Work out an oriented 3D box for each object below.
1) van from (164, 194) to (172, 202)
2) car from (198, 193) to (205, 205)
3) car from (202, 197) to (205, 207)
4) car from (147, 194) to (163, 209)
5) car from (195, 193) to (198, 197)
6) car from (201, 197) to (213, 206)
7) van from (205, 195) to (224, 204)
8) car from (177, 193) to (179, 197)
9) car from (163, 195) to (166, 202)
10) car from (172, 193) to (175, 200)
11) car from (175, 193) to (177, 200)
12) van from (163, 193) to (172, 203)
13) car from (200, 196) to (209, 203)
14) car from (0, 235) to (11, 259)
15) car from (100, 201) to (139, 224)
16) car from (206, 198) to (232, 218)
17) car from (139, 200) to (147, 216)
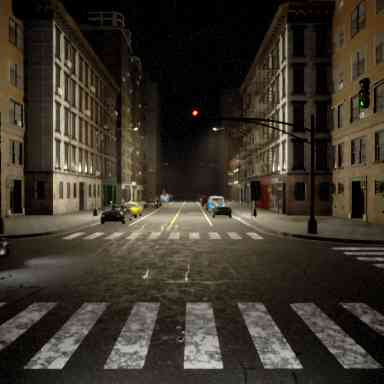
[{"bbox_3d":[-5.641,1.337,78.482,1.690,1.788,3.998,0,0,0],"label":"van"},{"bbox_3d":[2.513,1.312,51.472,2.192,1.841,5.009,0,0,0],"label":"car"},{"bbox_3d":[2.538,1.579,40.660,1.802,1.307,4.206,0,0,0],"label":"car"},{"bbox_3d":[-5.528,1.437,46.045,1.967,1.590,4.097,0,0,0],"label":"car"},{"bbox_3d":[2.439,1.541,83.910,1.887,1.381,4.507,0,0,0],"label":"car"},{"bbox_3d":[2.501,1.562,56.879,1.947,1.339,4.313,0,0,0],"label":"car"},{"bbox_3d":[2.551,1.338,35.254,1.690,1.788,3.998,0,0,0],"label":"van"},{"bbox_3d":[-5.697,1.310,94.700,2.192,1.841,5.009,0,0,0],"label":"car"},{"bbox_3d":[-5.546,1.522,51.280,1.752,1.417,4.829,0,0,0],"label":"car"},{"bbox_3d":[-5.622,1.311,73.075,2.192,1.841,5.009,0,0,0],"label":"car"},{"bbox_3d":[-5.678,1.546,89.294,2.008,1.369,4.403,0,0,0],"label":"car"},{"bbox_3d":[-5.603,1.337,67.669,1.690,1.788,3.998,0,0,0],"label":"van"},{"bbox_3d":[2.476,1.522,67.860,1.752,1.417,4.829,0,0,0],"label":"car"},{"bbox_3d":[-7.892,1.490,9.791,4.674,1.442,1.812,0,0,0],"label":"car"},{"bbox_3d":[-5.452,1.549,24.420,2.008,1.369,4.403,0,0,0],"label":"car"},{"bbox_3d":[2.563,1.549,29.847,2.008,1.369,4.403,0,0,0],"label":"car"},{"bbox_3d":[-5.471,1.523,29.656,1.752,1.417,4.829,0,0,0],"label":"car"}]
